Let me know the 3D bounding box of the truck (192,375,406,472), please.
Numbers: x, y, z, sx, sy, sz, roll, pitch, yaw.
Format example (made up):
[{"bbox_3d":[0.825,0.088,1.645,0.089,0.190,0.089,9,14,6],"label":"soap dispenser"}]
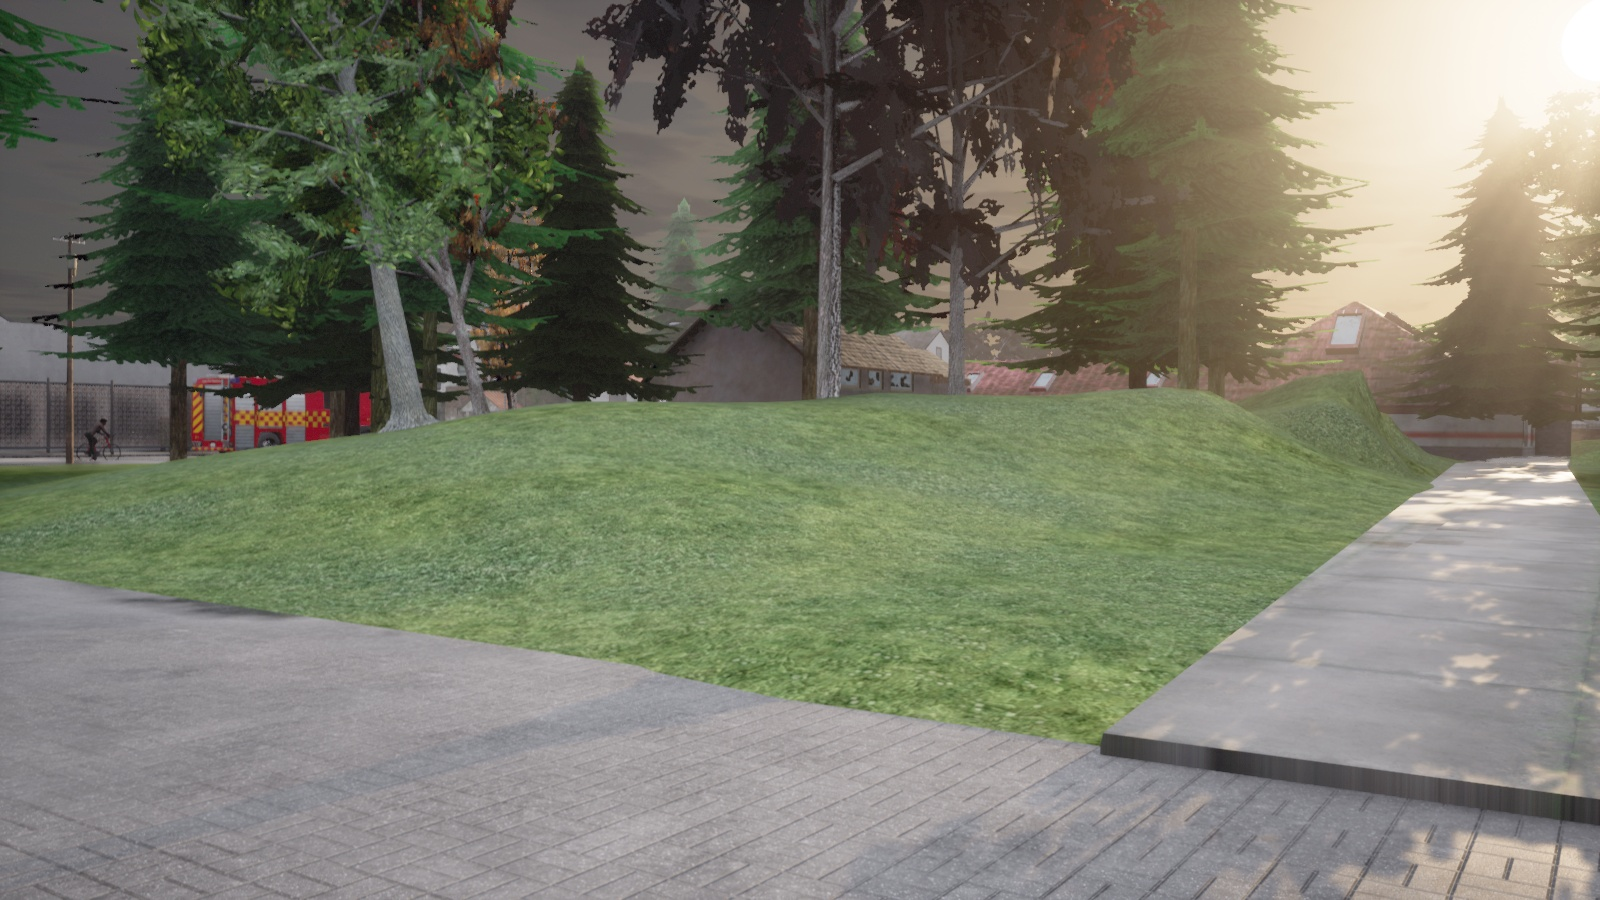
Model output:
[{"bbox_3d":[-21.397,-1.125,54.242,2.891,3.827,8.468,0,1,32],"label":"truck"}]

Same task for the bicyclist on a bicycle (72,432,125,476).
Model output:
[{"bbox_3d":[-26.231,0.135,46.985,0.582,1.620,1.656,0,1,34],"label":"bicyclist on a bicycle"}]
